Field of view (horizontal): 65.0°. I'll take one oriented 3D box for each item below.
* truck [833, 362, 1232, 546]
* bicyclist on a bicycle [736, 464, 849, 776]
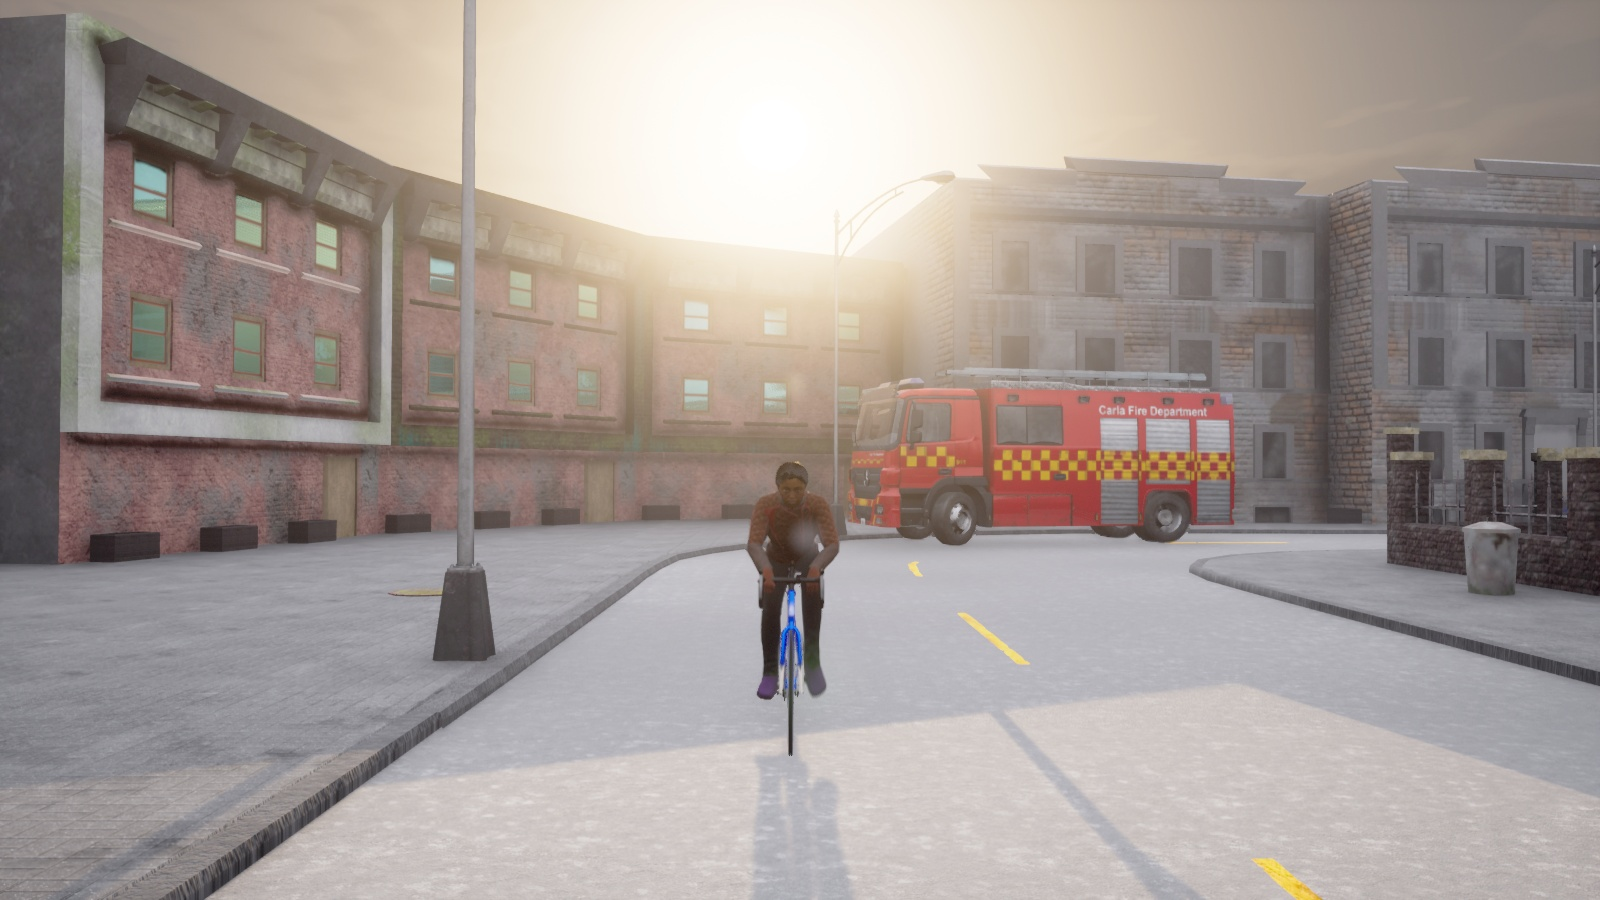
[{"bbox_3d":[5.223,0.102,28.481,8.468,3.827,2.891,0,-1,-15],"label":"truck"},{"bbox_3d":[-0.043,0.891,7.367,0.582,1.620,1.656,0,-1,0],"label":"bicyclist on a bicycle"}]
